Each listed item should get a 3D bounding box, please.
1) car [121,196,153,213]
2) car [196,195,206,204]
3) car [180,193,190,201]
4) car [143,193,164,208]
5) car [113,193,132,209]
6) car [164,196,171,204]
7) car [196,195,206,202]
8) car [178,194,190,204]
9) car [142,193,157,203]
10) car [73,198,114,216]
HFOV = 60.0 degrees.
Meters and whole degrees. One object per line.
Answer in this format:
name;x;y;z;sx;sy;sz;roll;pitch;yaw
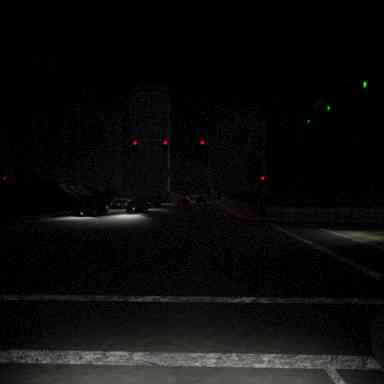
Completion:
car;-6.046;1.491;37.249;2.128;1.511;4.902;0;0;1
car;1.763;1.505;65.370;1.837;1.490;4.892;0;0;1
car;-1.505;1.182;74.644;2.097;1.767;4.553;0;0;1
car;-5.777;1.224;47.855;2.150;2.045;5.566;0;0;2
car;-9.345;1.221;45.274;2.150;2.045;5.566;0;0;1
car;-5.259;1.548;65.776;2.033;1.411;5.357;0;0;2
car;1.995;1.352;74.586;2.128;1.511;4.902;0;0;1
car;-1.720;1.564;66.084;1.994;1.385;4.181;0;0;1
car;-8.667;1.224;68.440;2.150;2.045;5.566;0;0;2
car;-9.734;1.547;32.554;2.033;1.411;5.357;0;0;4
